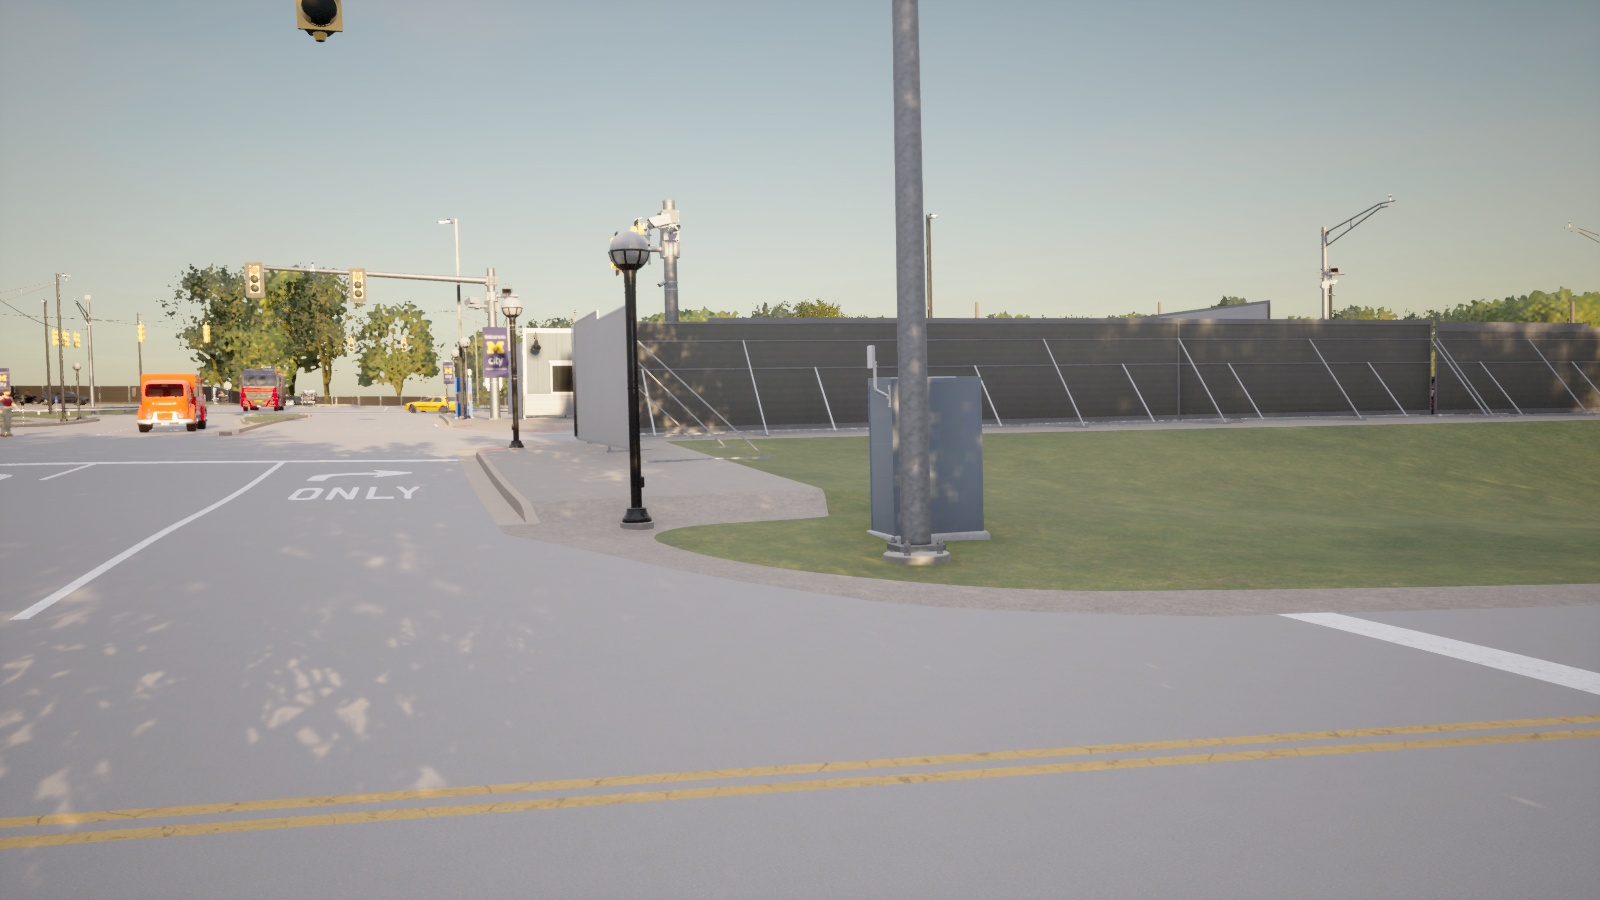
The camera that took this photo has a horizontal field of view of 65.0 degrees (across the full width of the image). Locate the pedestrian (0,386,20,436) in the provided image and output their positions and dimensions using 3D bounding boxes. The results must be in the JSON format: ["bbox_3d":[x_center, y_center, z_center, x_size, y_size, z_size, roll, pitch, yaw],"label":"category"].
[{"bbox_3d":[-29.597,-1.455,46.939,0.594,1.836,0.345,-1,2,13],"label":"pedestrian"}]

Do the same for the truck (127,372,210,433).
[{"bbox_3d":[-27.083,-2.100,54.047,2.627,2.467,5.204,-1,3,-21],"label":"truck"}]
